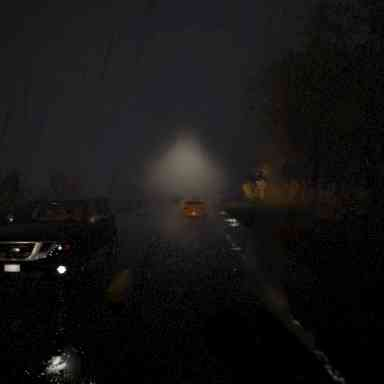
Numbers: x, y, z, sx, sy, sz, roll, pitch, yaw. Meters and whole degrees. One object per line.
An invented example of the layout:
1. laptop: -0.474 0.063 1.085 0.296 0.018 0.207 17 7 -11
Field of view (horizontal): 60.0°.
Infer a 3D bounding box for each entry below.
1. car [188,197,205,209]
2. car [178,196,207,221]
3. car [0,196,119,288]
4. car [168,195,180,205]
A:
1. car: 0.656 1.297 41.252 1.994 1.385 4.181 0 0 3
2. car: 0.157 1.315 25.444 1.882 1.535 5.008 0 0 1
3. car: -3.612 1.160 9.451 2.150 2.045 5.566 0 0 0
4. car: -2.512 1.173 50.669 1.837 1.490 4.892 0 1 4
